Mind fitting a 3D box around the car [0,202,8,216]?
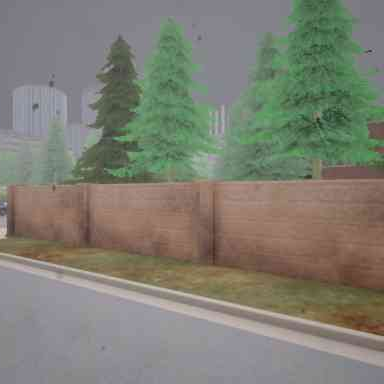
[{"bbox_3d":[-17.472,1.526,33.034,1.812,1.442,4.674,0,0,35],"label":"car"}]
